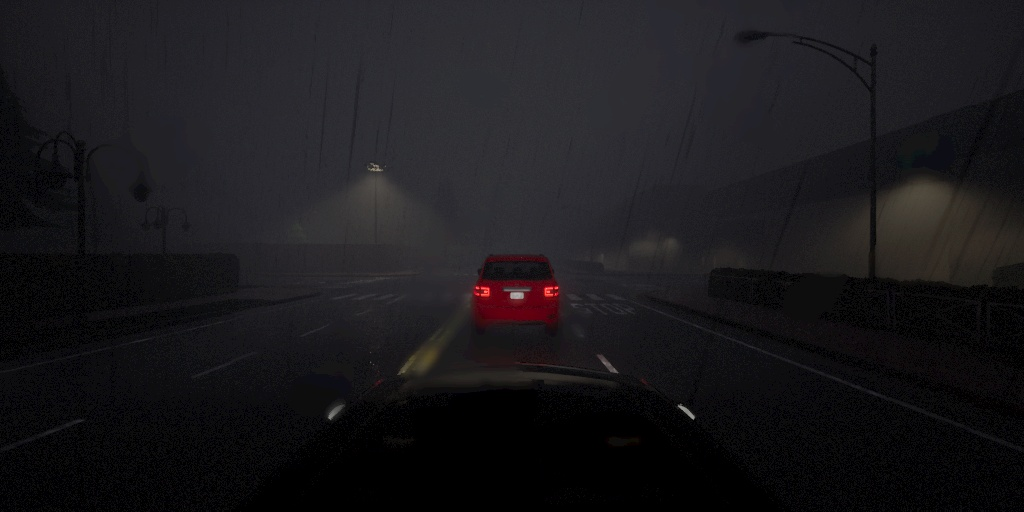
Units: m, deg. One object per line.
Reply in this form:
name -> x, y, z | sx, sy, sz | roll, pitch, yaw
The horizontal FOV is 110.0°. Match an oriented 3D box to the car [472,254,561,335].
car -> 0.117, 0.971, 10.625 | 2.150, 2.045, 5.566 | 0, 0, 0

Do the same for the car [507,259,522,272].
car -> 0.348, 1.226, 46.349 | 1.882, 1.535, 5.008 | 0, 0, 1
